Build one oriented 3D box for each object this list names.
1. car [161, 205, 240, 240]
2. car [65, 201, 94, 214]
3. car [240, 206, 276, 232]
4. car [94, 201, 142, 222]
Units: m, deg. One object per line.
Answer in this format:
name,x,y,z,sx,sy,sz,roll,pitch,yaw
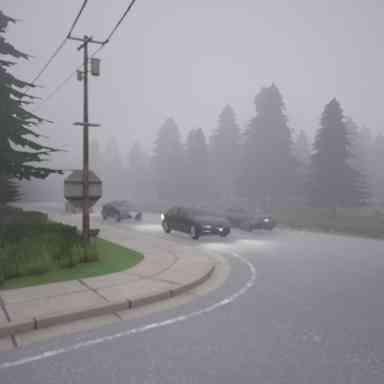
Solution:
car,0.072,1.452,17.072,1.837,1.490,4.892,0,0,-31
car,-11.851,1.306,35.029,2.097,1.767,4.553,0,0,-35
car,2.934,1.503,19.667,1.994,1.385,4.181,0,0,-33
car,-5.523,1.438,25.741,2.128,1.511,4.902,0,0,-34
